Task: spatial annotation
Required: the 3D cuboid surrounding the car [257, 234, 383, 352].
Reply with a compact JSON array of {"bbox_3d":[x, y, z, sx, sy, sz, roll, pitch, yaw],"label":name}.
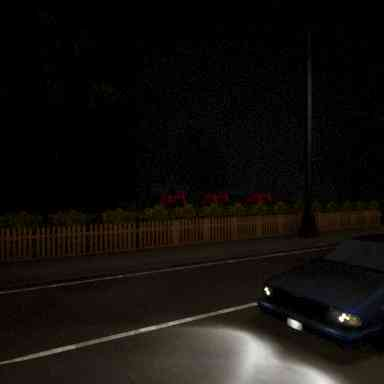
[{"bbox_3d":[3.766,1.547,6.268,5.357,1.411,2.033,0,0,-32],"label":"car"}]
